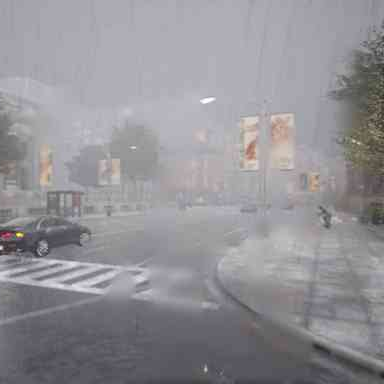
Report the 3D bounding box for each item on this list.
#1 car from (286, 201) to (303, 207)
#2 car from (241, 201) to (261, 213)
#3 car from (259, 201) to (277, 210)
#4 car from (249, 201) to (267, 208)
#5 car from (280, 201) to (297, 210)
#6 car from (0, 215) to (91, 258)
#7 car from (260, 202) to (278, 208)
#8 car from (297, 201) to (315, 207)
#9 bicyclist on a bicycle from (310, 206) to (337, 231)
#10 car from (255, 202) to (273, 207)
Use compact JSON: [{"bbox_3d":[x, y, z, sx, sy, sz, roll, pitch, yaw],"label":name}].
[{"bbox_3d":[27.751,3.141,89.893,5.008,1.535,1.882,1,-1,-35],"label":"car"},{"bbox_3d":[8.754,2.512,50.777,1.994,1.385,4.181,0,-1,22],"label":"car"},{"bbox_3d":[14.573,2.688,64.389,1.882,1.535,5.008,0,-1,25],"label":"car"},{"bbox_3d":[15.821,3.014,79.546,2.128,1.511,4.902,-1,-1,41],"label":"car"},{"bbox_3d":[18.344,2.782,64.127,1.994,1.385,4.181,0,-1,27],"label":"car"},{"bbox_3d":[-6.140,1.745,14.006,1.837,1.490,4.892,-2,-2,14],"label":"car"},{"bbox_3d":[17.779,2.978,76.430,2.033,1.411,5.357,-1,-1,38],"label":"car"},{"bbox_3d":[29.915,3.159,87.130,5.357,1.411,2.033,1,-1,-32],"label":"car"},{"bbox_3d":[8.636,1.727,21.919,1.656,1.620,0.582,-1,-1,22],"label":"bicyclist on a bicycle"},{"bbox_3d":[18.902,3.230,87.182,4.718,1.301,1.895,1,-1,-38],"label":"car"}]
